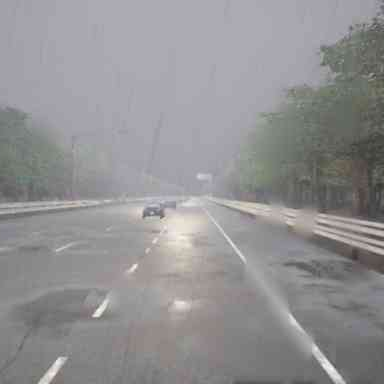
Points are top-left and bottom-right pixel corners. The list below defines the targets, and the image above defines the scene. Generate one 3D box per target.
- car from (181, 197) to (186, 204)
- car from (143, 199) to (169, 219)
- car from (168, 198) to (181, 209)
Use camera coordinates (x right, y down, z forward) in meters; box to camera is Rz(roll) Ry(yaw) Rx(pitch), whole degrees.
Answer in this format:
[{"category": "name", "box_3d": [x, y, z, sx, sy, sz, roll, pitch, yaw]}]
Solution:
[{"category": "car", "box_3d": [-3.137, 2.134, 78.796, 2.033, 1.411, 5.357, 0, -1, 1]}, {"category": "car", "box_3d": [-3.438, 1.665, 30.926, 1.812, 1.442, 4.674, 0, 0, 0]}, {"category": "car", "box_3d": [-3.339, 1.819, 51.597, 2.128, 1.511, 4.902, 0, -1, 0]}]
